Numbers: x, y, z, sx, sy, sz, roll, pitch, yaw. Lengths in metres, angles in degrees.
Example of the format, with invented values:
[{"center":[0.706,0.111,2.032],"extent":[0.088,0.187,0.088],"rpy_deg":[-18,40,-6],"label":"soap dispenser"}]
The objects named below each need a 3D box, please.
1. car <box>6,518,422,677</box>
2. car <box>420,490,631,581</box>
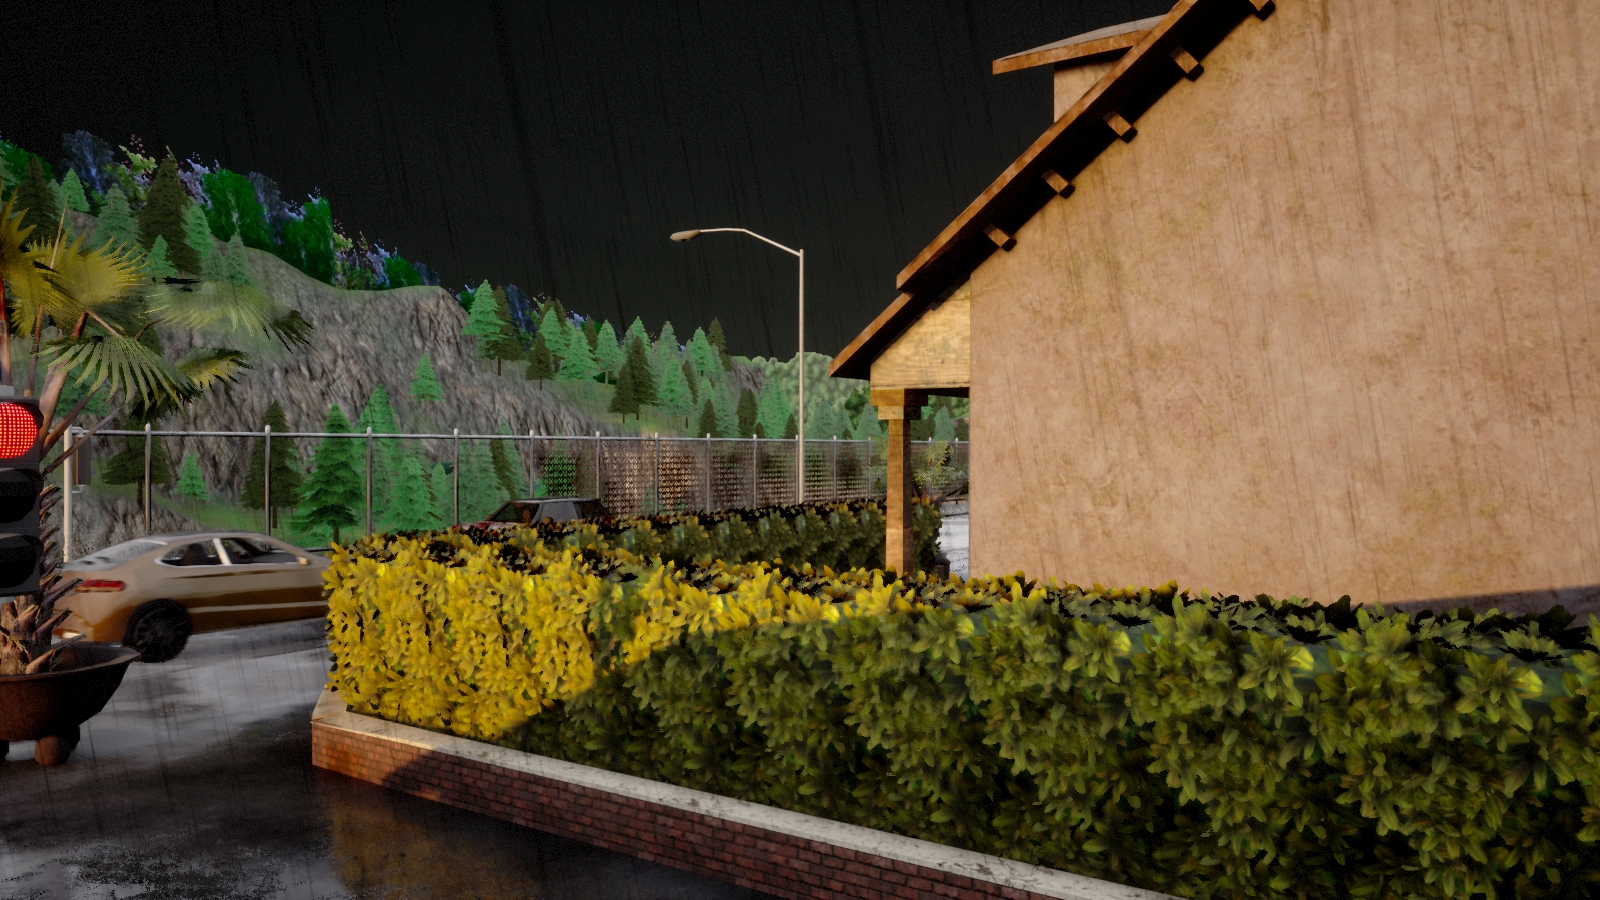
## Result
[{"center":[-8.381,1.992,16.844],"extent":[2.152,1.651,5.027],"rpy_deg":[0,0,35],"label":"car"},{"center":[-6.312,1.906,26.765],"extent":[2.097,1.767,4.553],"rpy_deg":[0,0,35],"label":"car"}]
